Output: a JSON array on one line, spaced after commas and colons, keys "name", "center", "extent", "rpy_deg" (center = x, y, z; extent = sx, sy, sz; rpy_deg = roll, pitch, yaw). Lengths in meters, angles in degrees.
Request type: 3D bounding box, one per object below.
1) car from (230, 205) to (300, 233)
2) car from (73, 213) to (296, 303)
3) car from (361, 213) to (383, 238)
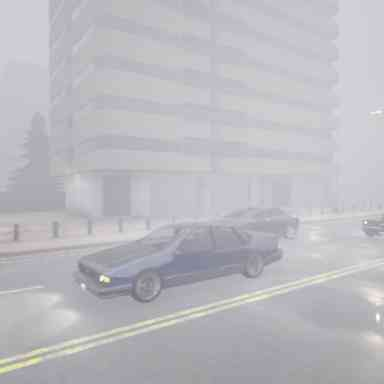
[{"name": "car", "center": [2.675, 1.362, 14.465], "extent": [4.892, 1.490, 1.837], "rpy_deg": [-1, 0, -35]}, {"name": "car", "center": [-0.026, 1.480, 8.261], "extent": [5.357, 1.411, 2.033], "rpy_deg": [-1, 1, -35]}, {"name": "car", "center": [9.751, 1.385, 15.176], "extent": [4.718, 1.301, 1.895], "rpy_deg": [-1, 1, -35]}]
